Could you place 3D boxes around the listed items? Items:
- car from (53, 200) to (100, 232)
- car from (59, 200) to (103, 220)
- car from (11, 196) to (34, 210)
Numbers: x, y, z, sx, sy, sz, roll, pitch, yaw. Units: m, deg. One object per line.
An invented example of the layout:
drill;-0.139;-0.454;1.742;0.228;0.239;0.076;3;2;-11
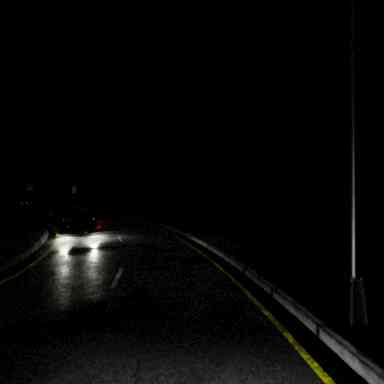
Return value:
car;-7.202;1.459;20.174;1.882;1.535;5.008;1;0;-29
car;-9.620;1.472;28.599;1.837;1.490;4.892;1;0;-41
car;-20.355;1.215;38.319;5.357;1.411;2.033;2;1;35
